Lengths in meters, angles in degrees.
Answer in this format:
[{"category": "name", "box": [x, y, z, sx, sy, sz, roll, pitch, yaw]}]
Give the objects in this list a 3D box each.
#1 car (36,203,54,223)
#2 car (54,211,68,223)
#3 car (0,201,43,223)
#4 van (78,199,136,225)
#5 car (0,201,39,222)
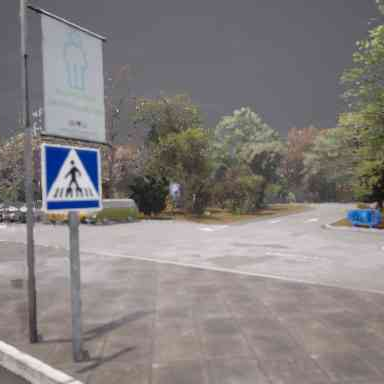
[{"category": "car", "box": [-10.921, 1.963, 30.344, 1.946, 1.575, 5.366, -2, -1, 35]}, {"category": "car", "box": [-8.745, 1.884, 28.814, 1.946, 1.575, 5.366, -2, -1, 35]}, {"category": "car", "box": [-15.727, 1.908, 33.458, 2.435, 2.045, 5.566, -3, -2, 35]}, {"category": "van", "box": [-6.638, 1.584, 26.966, 1.878, 1.987, 4.442, -2, -1, 35]}, {"category": "car", "box": [-20.208, 2.125, 36.574, 2.435, 2.045, 5.566, -3, -2, 35]}]
